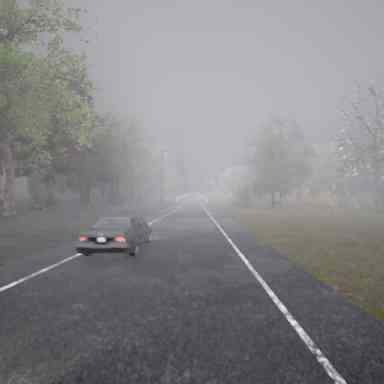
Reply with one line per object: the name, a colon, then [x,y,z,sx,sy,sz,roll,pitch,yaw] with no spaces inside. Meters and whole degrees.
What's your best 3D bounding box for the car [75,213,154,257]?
car: [-2.763,1.545,12.982,2.033,1.411,5.357,0,0,2]
